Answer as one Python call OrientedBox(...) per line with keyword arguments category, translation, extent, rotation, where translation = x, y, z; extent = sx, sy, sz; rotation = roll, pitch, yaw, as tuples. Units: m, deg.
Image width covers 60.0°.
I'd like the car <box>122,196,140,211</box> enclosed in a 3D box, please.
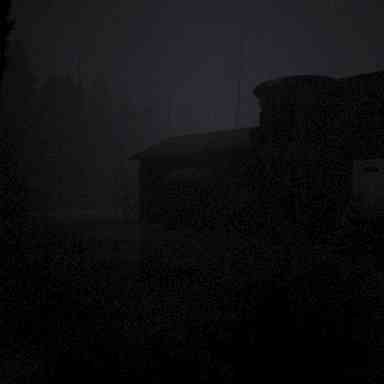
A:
OrientedBox(category="car", translation=(-6.395, 1.352, 40.846), extent=(2.097, 1.767, 4.553), rotation=(0, 0, 36))
